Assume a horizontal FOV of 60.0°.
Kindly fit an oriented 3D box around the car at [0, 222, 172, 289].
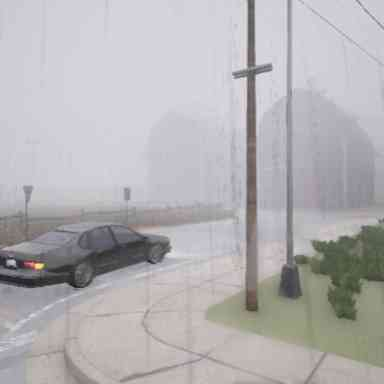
[{"bbox_3d":[-2.670,1.564,9.351,2.033,1.411,5.357,0,0,29],"label":"car"}]
